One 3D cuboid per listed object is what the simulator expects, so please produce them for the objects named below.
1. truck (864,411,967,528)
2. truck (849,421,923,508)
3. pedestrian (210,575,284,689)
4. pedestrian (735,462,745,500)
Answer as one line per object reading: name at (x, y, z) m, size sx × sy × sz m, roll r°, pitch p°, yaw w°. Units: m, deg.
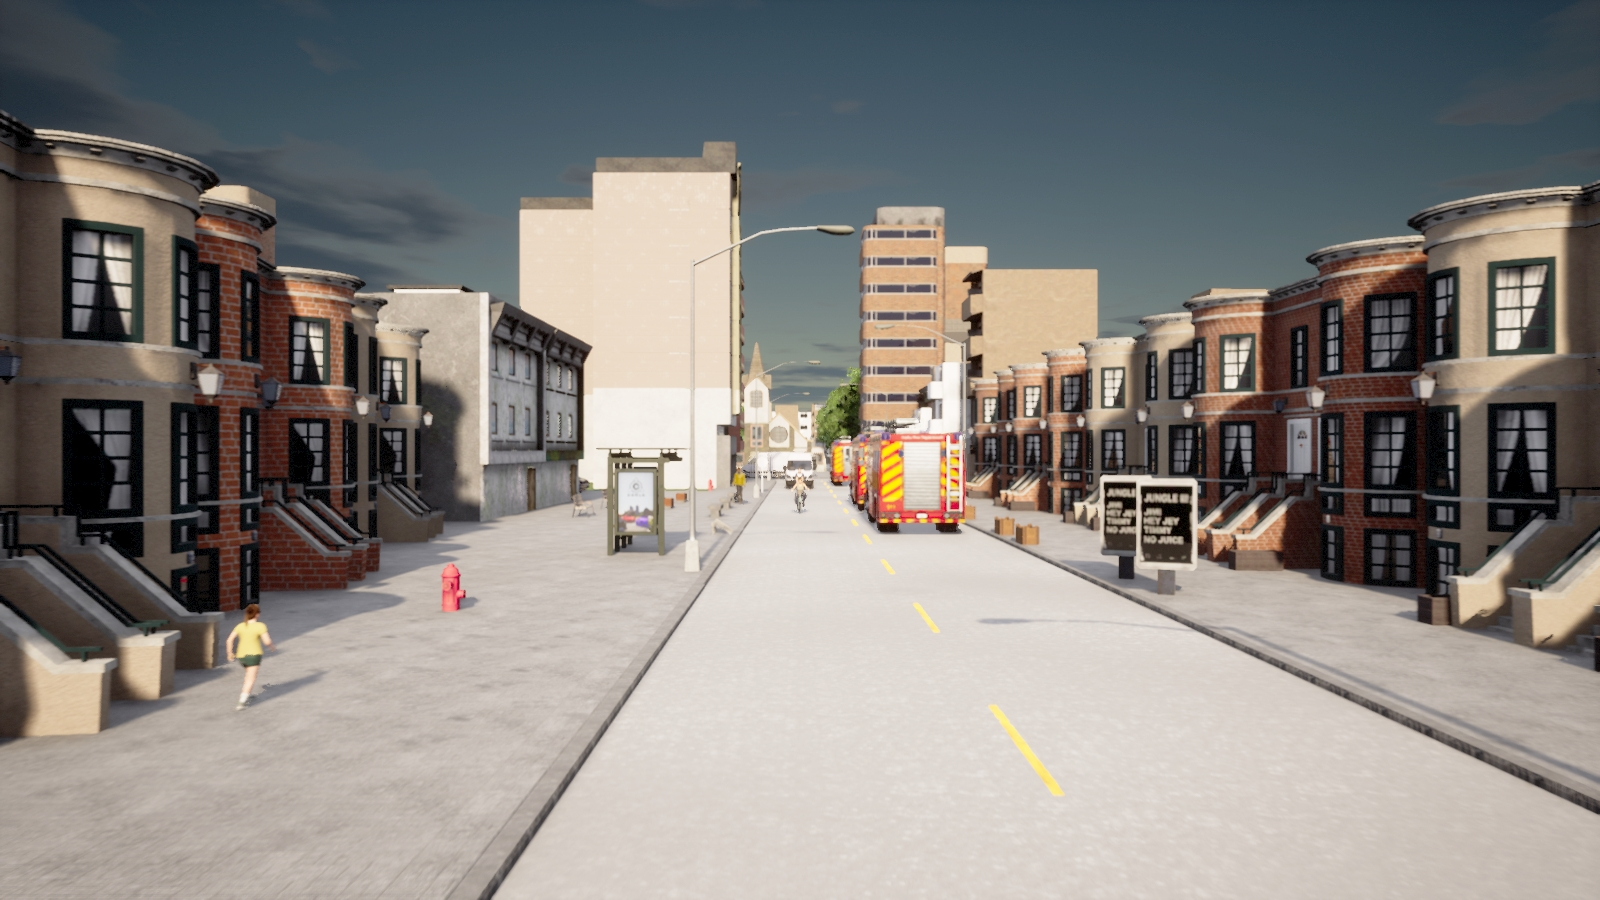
truck at (4.005, 0.646, 41.544) m, size 2.891 × 3.827 × 8.468 m, roll 0°, pitch 0°, yaw 0°
truck at (4.001, 0.638, 54.944) m, size 2.891 × 3.827 × 8.468 m, roll 0°, pitch 0°, yaw 0°
pedestrian at (-5.795, 1.897, 11.984) m, size 0.500 × 1.100 × 0.500 m, roll 0°, pitch 0°, yaw 8°
pedestrian at (-2.910, 1.491, 55.466) m, size 0.375 × 1.860 × 0.375 m, roll 0°, pitch 0°, yaw 9°
